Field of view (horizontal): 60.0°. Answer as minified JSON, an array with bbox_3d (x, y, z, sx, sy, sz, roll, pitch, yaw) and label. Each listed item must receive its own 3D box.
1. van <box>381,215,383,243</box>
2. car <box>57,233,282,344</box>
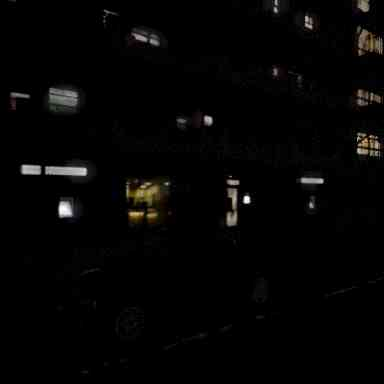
[{"bbox_3d":[9.020,1.330,12.984,3.998,1.788,1.690,0,0,-35],"label":"van"},{"bbox_3d":[-0.199,1.542,6.410,4.507,1.381,1.887,0,0,-35],"label":"car"}]
